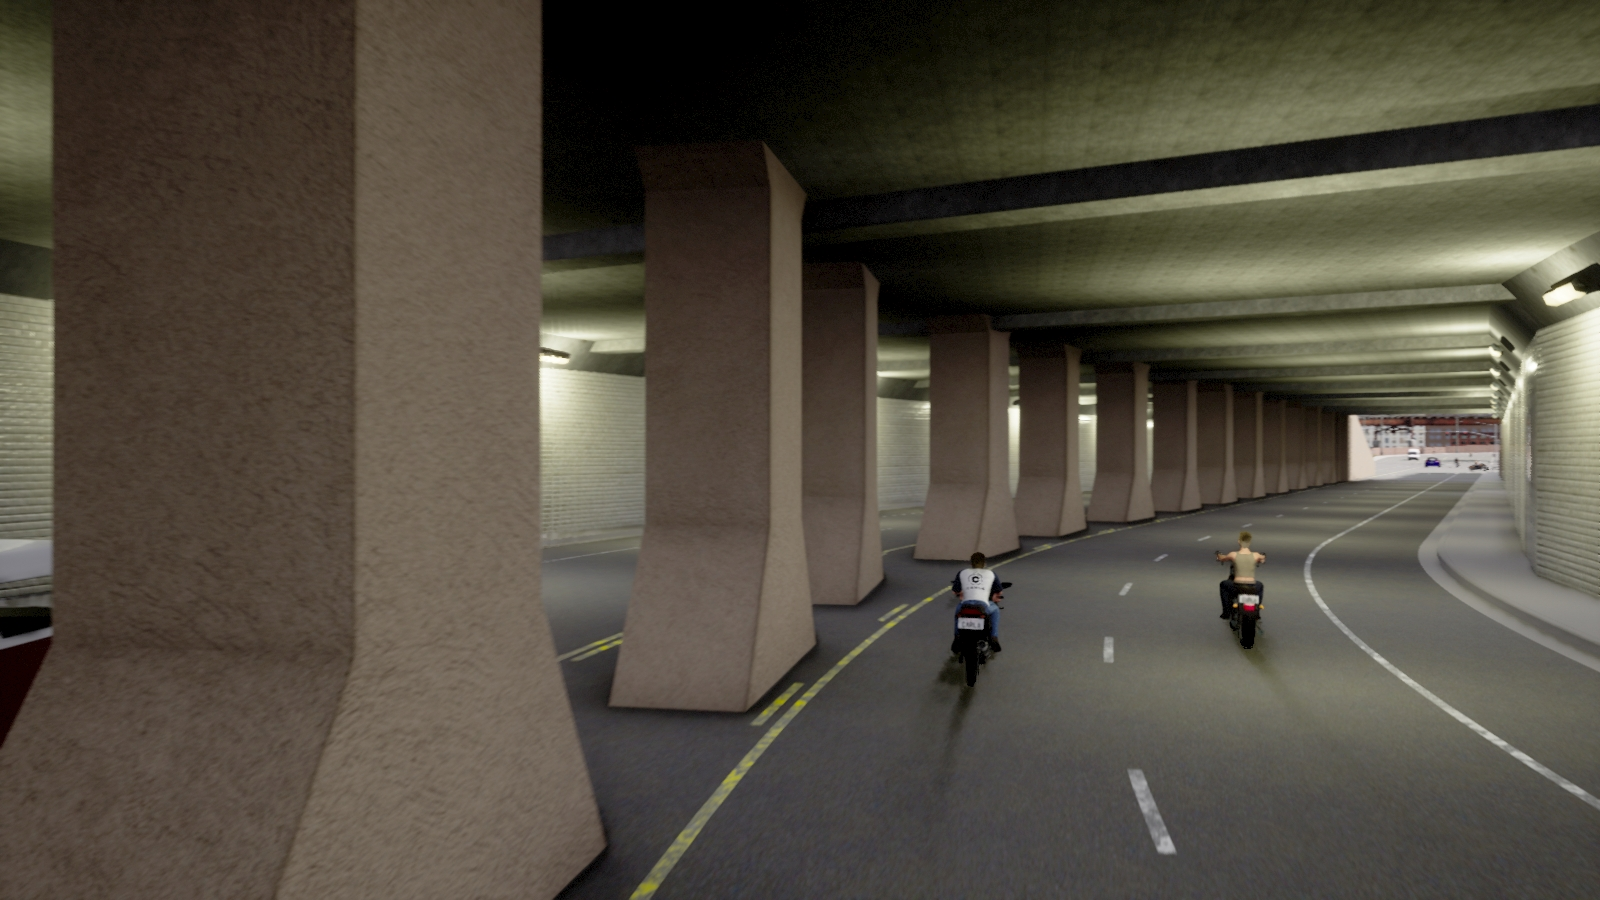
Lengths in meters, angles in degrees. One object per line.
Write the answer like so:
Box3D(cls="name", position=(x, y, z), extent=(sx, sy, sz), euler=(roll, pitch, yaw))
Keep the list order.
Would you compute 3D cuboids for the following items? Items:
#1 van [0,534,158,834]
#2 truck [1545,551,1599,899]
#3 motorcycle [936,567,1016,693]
Box3D(cls="van", position=(-6.865, 1.777, 8.123), extent=(2.069, 2.038, 4.480), euler=(0, 0, 0))
Box3D(cls="truck", position=(3.611, 1.570, 1.128), extent=(2.627, 2.467, 5.204), euler=(0, 0, 4))
Box3D(cls="motorcycle", position=(2.219, 2.174, 14.207), extent=(0.803, 1.224, 2.033), euler=(0, 0, 14))
